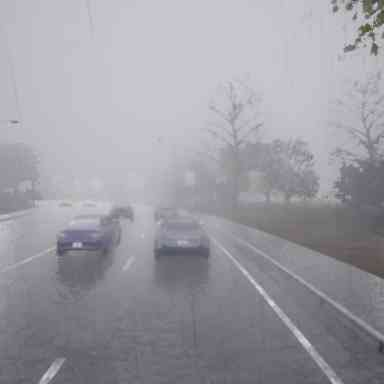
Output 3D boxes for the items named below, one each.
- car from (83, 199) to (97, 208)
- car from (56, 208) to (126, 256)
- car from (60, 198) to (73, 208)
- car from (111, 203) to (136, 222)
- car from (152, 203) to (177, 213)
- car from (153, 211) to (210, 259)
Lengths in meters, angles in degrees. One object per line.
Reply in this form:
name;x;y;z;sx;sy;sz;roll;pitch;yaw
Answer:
car;-16.358;1.826;53.204;1.812;1.442;4.674;0;0;-20
car;-3.988;1.605;13.389;1.812;1.442;4.674;0;0;-4
car;-20.118;1.770;53.281;1.882;1.535;5.008;0;0;-21
car;-5.765;1.670;27.805;1.837;1.490;4.892;0;0;-10
car;-2.296;1.662;28.260;2.128;1.511;4.902;0;0;-10
car;-0.447;1.643;12.955;1.994;1.385;4.181;0;0;-4
